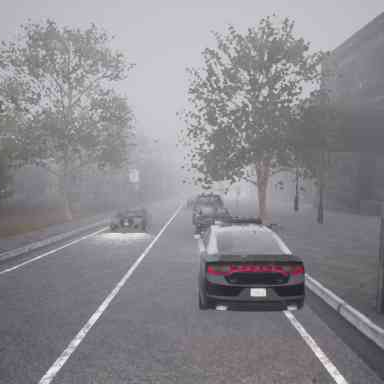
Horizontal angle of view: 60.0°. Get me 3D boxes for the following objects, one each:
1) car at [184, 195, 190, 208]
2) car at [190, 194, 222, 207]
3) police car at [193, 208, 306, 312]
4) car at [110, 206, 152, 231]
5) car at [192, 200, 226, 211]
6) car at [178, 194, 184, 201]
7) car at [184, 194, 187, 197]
[{"bbox_3d":[0.224,1.513,45.892,1.895,1.301,4.718,0,0,0],"label":"car"},{"bbox_3d":[1.123,1.178,23.927,2.150,2.045,5.566,0,0,0],"label":"car"},{"bbox_3d":[1.075,1.410,7.937,1.930,1.638,5.238,0,0,0],"label":"police car"},{"bbox_3d":[-3.539,1.526,19.936,1.994,1.385,4.181,0,0,0],"label":"car"},{"bbox_3d":[1.105,1.444,17.876,1.882,1.535,5.008,0,0,0],"label":"car"},{"bbox_3d":[-2.019,1.271,77.134,1.837,1.490,4.892,1,1,8],"label":"car"},{"bbox_3d":[0.185,1.242,58.143,2.097,1.767,4.553,0,0,1],"label":"car"}]
